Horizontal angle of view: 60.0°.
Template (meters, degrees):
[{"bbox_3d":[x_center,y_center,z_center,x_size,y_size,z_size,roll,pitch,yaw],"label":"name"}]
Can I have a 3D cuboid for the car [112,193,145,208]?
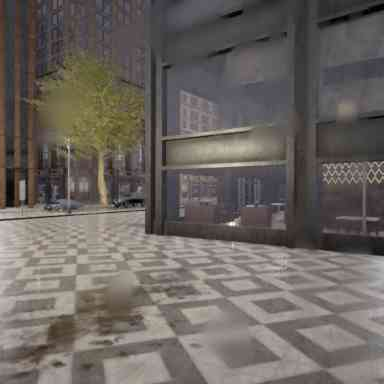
[{"bbox_3d":[-8.431,1.105,46.285,2.150,2.045,5.566,0,0,35],"label":"car"}]

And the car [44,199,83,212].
[{"bbox_3d":[-14.511,1.471,37.791,1.994,1.385,4.181,0,0,35],"label":"car"}]
